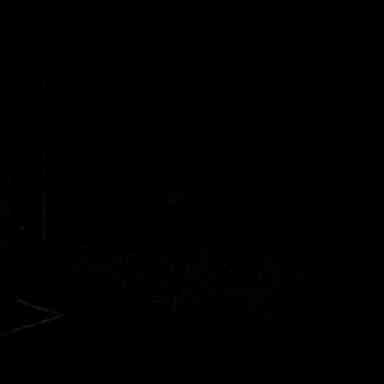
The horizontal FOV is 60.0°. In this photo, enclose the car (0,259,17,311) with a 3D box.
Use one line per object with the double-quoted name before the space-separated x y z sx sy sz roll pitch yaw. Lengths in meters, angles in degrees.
"car" -5.087 1.563 6.448 4.313 1.339 1.947 0 0 36
